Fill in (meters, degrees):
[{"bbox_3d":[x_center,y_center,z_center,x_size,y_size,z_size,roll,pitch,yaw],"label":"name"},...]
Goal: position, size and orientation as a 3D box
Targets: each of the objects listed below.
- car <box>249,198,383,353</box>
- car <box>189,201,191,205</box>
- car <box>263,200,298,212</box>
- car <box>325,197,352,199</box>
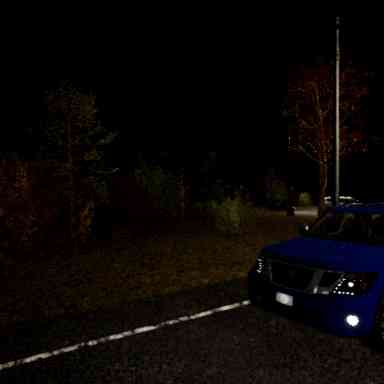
[{"bbox_3d":[3.641,1.236,6.506,5.566,2.045,2.150,0,0,-35],"label":"car"},{"bbox_3d":[0.734,2.131,74.804,1.812,1.442,4.674,-2,0,-31],"label":"car"},{"bbox_3d":[12.636,1.997,47.752,1.837,1.490,4.892,-2,0,-31],"label":"car"},{"bbox_3d":[17.937,1.586,38.772,2.150,2.045,5.566,-2,0,-32],"label":"car"}]
